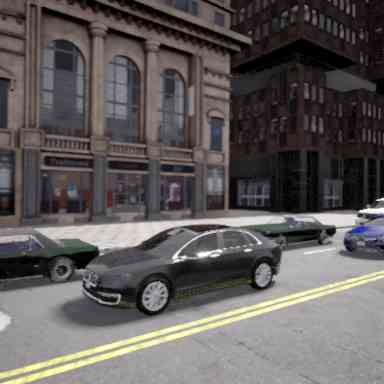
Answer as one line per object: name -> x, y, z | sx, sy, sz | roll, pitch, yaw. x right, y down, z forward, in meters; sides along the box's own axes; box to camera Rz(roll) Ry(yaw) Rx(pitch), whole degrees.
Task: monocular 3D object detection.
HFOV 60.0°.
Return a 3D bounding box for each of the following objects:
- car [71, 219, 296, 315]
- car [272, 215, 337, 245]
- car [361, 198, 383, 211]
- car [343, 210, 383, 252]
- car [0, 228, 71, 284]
car -> 0.021, 1.535, 7.687 | 4.892, 1.490, 1.837 | 1, 0, -35
car -> 4.259, 1.688, 14.687 | 4.718, 1.301, 1.895 | 1, 0, -35
car -> 12.323, 1.385, 20.372 | 5.566, 2.045, 2.150 | 0, 0, -35
car -> 8.039, 1.633, 13.387 | 4.674, 1.442, 1.812 | 1, 0, -35
car -> -4.864, 1.600, 8.203 | 4.718, 1.301, 1.895 | 1, 0, -35
